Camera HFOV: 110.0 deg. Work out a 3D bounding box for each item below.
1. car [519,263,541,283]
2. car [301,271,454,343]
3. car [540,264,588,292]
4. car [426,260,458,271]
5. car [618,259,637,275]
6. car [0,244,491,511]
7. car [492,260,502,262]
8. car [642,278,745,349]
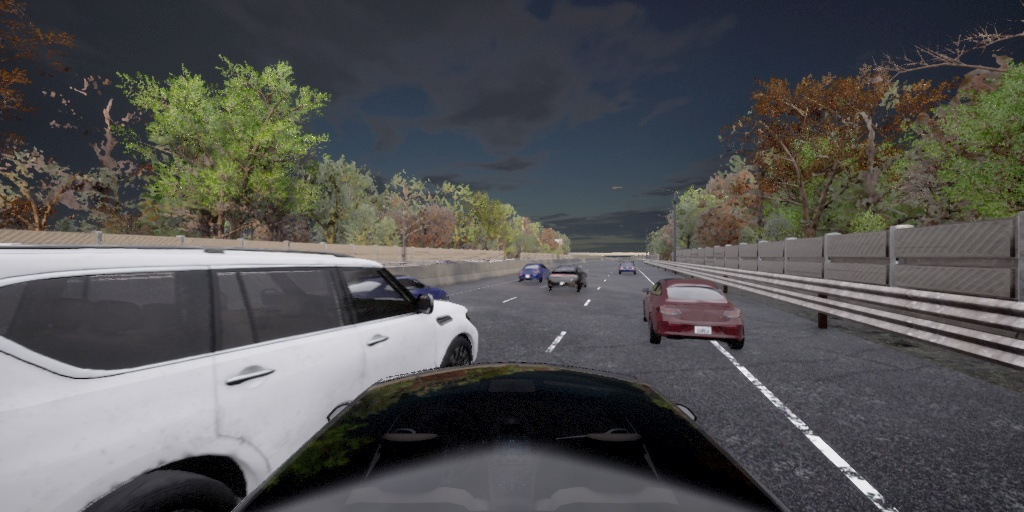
[{"bbox_3d":[1.824,1.286,28.123,1.812,1.442,4.674,0,0,17],"label":"car"},{"bbox_3d":[-3.615,1.277,10.745,1.812,1.442,4.674,0,0,17],"label":"car"},{"bbox_3d":[3.399,1.249,21.408,2.128,1.511,4.902,0,0,17],"label":"car"},{"bbox_3d":[-9.716,1.317,50.420,2.033,1.411,5.357,0,0,17],"label":"car"},{"bbox_3d":[13.024,1.316,40.443,2.033,1.411,5.357,0,0,18],"label":"car"},{"bbox_3d":[-2.238,0.968,3.442,2.150,2.045,5.566,0,-1,17],"label":"car"},{"bbox_3d":[-2.319,1.298,50.605,1.812,1.442,4.674,0,0,17],"label":"car"},{"bbox_3d":[4.410,1.279,9.180,1.812,1.442,4.674,0,0,17],"label":"car"}]
